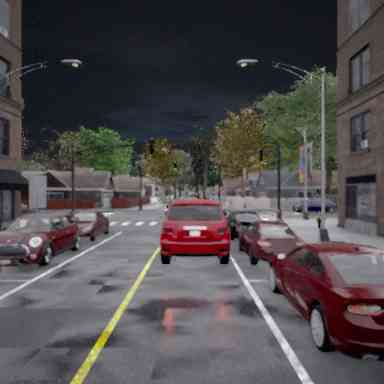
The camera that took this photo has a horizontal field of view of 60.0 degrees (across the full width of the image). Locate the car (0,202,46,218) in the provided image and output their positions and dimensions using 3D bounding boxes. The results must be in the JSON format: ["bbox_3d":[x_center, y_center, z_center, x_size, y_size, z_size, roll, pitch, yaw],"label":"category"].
[{"bbox_3d":[-17.510,1.777,33.409,4.892,1.490,1.837,0,0,0],"label":"car"}]

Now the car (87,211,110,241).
[{"bbox_3d":[-5.384,1.672,17.117,1.802,1.307,4.206,0,0,0],"label":"car"}]

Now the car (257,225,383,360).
[{"bbox_3d":[2.638,1.577,6.080,1.887,1.381,4.507,0,0,0],"label":"car"}]

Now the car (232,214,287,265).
[{"bbox_3d":[2.640,1.643,11.598,1.802,1.307,4.206,0,0,0],"label":"car"}]

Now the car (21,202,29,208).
[{"bbox_3d":[-17.123,1.818,30.158,4.181,1.385,1.994,0,0,0],"label":"car"}]

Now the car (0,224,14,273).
[{"bbox_3d":[-5.387,1.556,5.909,1.752,1.417,4.829,0,0,0],"label":"car"}]

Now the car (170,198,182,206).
[{"bbox_3d":[-3.026,1.921,62.346,1.994,1.385,4.181,0,0,0],"label":"car"}]

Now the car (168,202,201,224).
[{"bbox_3d":[-0.704,1.647,27.026,1.837,1.490,4.892,0,0,-11],"label":"car"}]

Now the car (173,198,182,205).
[{"bbox_3d":[-3.050,1.947,72.596,1.812,1.442,4.674,0,0,0],"label":"car"}]

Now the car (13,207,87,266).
[{"bbox_3d":[-5.386,1.501,11.599,1.967,1.590,4.097,0,0,0],"label":"car"}]

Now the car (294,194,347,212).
[{"bbox_3d":[15.440,1.330,40.112,5.566,2.045,2.150,0,0,-2],"label":"car"}]

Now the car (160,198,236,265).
[{"bbox_3d":[0.107,1.284,12.104,2.150,2.045,5.566,0,0,0],"label":"car"}]

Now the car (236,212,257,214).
[{"bbox_3d":[2.641,1.655,17.116,1.947,1.339,4.313,0,0,0],"label":"car"}]

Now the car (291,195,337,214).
[{"bbox_3d":[13.389,1.456,36.830,4.553,1.767,2.097,0,0,0],"label":"car"}]

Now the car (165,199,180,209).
[{"bbox_3d":[-3.041,1.842,52.458,2.033,1.411,5.357,0,0,0],"label":"car"}]

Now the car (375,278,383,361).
[{"bbox_3d":[2.637,1.530,0.732,1.752,1.417,4.829,0,0,0],"label":"car"}]
